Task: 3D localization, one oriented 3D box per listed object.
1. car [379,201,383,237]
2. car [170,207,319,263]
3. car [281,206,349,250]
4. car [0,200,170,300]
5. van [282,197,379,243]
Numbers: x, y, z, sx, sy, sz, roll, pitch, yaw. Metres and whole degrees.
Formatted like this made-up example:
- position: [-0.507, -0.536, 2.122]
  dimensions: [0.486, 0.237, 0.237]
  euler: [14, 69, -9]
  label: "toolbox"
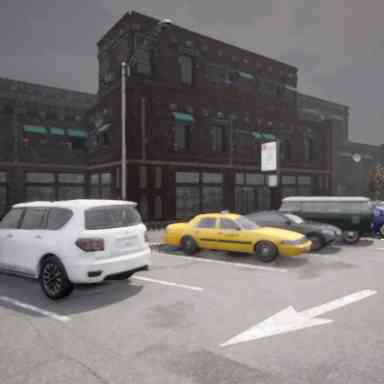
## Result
- position: [8.609, 1.441, 17.401]
  dimensions: [5.008, 1.535, 2.097]
  euler: [-1, 0, 34]
  label: "car"
- position: [1.463, 1.463, 12.020]
  dimensions: [5.366, 1.575, 1.946]
  euler: [-1, -1, 34]
  label: "car"
- position: [3.739, 1.499, 13.892]
  dimensions: [4.674, 1.452, 2.002]
  euler: [-1, -1, 34]
  label: "car"
- position: [-3.584, 1.236, 8.599]
  dimensions: [5.566, 2.045, 2.435]
  euler: [-1, 0, 34]
  label: "car"
- position: [6.071, 1.226, 15.713]
  dimensions: [4.442, 1.987, 1.878]
  euler: [-1, 0, 34]
  label: "van"
